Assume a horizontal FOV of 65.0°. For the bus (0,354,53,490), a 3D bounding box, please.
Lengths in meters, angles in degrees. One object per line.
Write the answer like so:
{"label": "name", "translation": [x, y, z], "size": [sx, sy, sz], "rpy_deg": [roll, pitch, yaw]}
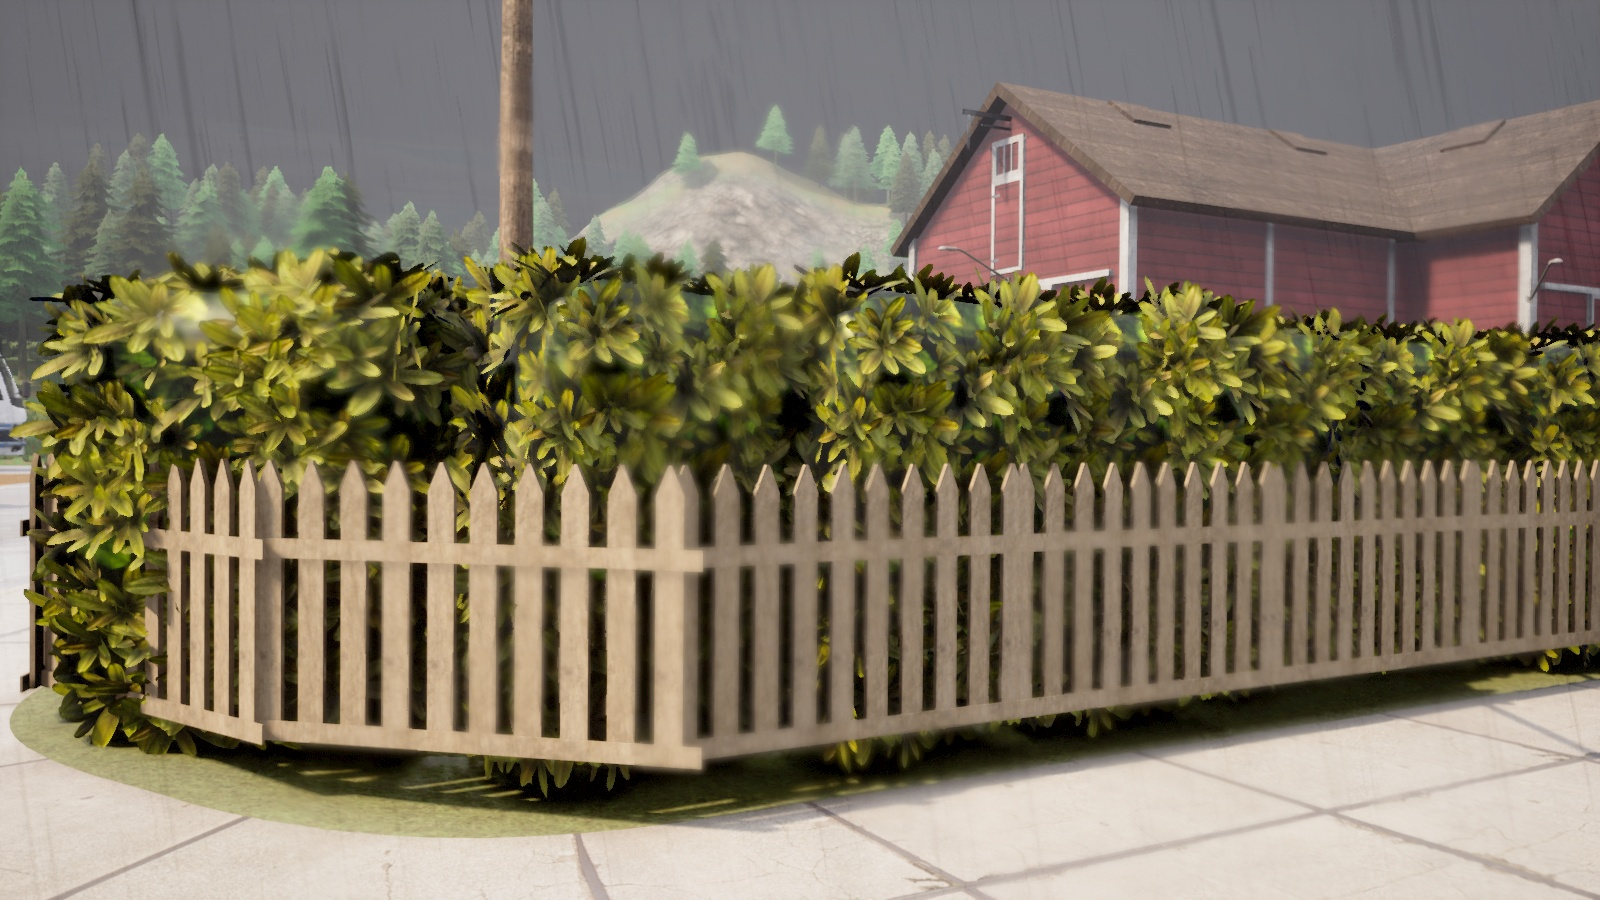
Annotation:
{"label": "bus", "translation": [-29.408, -0.815, 39.183], "size": [10.273, 4.253, 3.944], "rpy_deg": [-1, 1, -29]}

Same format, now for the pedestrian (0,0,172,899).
{"label": "pedestrian", "translation": [-0.937, 0.593, 0.746], "size": [0.900, 1.855, 0.874], "rpy_deg": [-1, 1, -35]}
